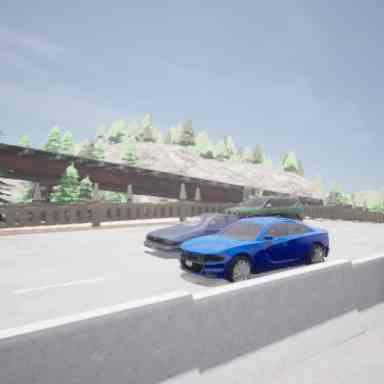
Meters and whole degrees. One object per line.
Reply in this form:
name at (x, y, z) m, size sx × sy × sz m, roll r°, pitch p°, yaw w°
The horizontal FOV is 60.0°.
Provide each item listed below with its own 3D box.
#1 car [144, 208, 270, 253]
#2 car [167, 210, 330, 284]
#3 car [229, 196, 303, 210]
car at (0.826, 1.566, 13.150) m, size 5.357 × 1.411 × 2.033 m, roll 0°, pitch 0°, yaw -35°
car at (1.967, 1.494, 9.666) m, size 5.008 × 1.535 × 1.882 m, roll 0°, pitch 0°, yaw -35°
car at (4.321, 1.270, 19.889) m, size 5.566 × 2.045 × 2.150 m, roll 1°, pitch -1°, yaw -35°
